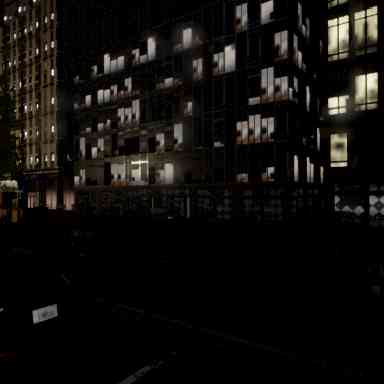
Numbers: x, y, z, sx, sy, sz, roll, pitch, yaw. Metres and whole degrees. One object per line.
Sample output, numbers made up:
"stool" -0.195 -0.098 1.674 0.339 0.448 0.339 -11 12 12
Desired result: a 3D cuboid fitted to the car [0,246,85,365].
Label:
"car" -3.538 1.566 5.395 4.313 1.339 1.947 0 0 35
